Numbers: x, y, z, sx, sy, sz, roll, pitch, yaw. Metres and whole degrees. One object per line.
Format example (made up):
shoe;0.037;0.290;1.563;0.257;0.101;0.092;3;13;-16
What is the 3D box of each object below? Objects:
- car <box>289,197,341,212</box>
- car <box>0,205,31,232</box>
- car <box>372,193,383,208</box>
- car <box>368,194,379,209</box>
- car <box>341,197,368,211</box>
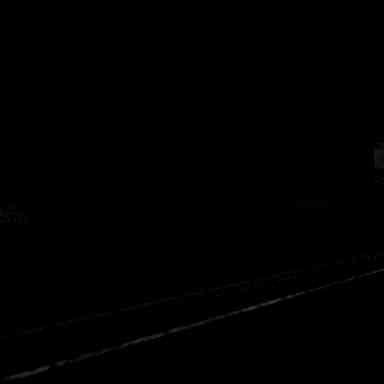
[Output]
car;12.714;1.307;35.568;2.097;1.535;5.008;0;0;-35
car;-10.490;1.480;19.046;2.002;1.452;4.674;0;0;-35
car;24.068;1.190;43.628;2.185;1.767;4.553;0;0;-36
car;19.514;1.343;40.422;2.002;1.452;4.674;0;0;-35
car;17.243;1.300;38.807;2.097;1.535;5.008;0;0;-35
